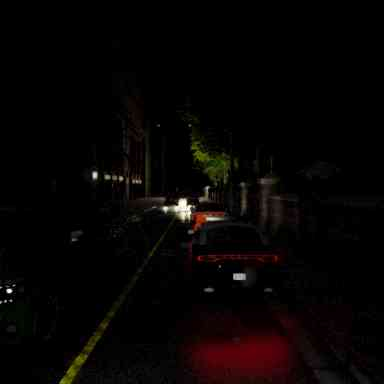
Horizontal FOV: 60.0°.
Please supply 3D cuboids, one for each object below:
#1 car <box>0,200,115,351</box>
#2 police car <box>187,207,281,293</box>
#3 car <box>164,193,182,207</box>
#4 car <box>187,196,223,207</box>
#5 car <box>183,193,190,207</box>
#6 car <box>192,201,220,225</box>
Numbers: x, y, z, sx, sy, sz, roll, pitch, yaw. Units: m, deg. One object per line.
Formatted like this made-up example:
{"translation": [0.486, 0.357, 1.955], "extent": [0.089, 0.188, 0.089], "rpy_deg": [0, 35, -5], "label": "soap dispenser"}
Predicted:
{"translation": [-3.087, 1.218, 6.546], "extent": [2.150, 2.045, 5.566], "rpy_deg": [0, 0, 0], "label": "car"}
{"translation": [0.918, 1.418, 8.962], "extent": [1.930, 1.638, 5.238], "rpy_deg": [0, 0, 0], "label": "police car"}
{"translation": [-2.989, 1.198, 48.953], "extent": [2.097, 1.767, 4.553], "rpy_deg": [0, 0, 0], "label": "car"}
{"translation": [0.939, 1.326, 18.822], "extent": [2.097, 1.767, 4.553], "rpy_deg": [0, 0, 0], "label": "car"}
{"translation": [0.126, 1.345, 47.818], "extent": [2.128, 1.511, 4.902], "rpy_deg": [0, 0, 1], "label": "car"}
{"translation": [0.952, 1.464, 24.852], "extent": [1.837, 1.490, 4.892], "rpy_deg": [0, 0, 0], "label": "car"}
